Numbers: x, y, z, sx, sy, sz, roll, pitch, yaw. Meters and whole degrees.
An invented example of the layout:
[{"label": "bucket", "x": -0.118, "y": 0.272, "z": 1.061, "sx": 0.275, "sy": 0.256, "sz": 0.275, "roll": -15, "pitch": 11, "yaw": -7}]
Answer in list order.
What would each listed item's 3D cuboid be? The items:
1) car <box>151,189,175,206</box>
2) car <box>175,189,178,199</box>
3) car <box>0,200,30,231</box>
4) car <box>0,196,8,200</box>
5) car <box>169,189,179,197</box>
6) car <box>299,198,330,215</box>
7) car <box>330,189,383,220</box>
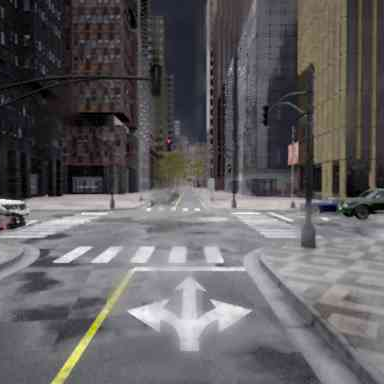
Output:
[{"label": "car", "x": -3.405, "y": 0.613, "z": 37.382, "sx": 2.097, "sy": 1.767, "sz": 4.553, "roll": 0, "pitch": 1, "yaw": -1}, {"label": "car", "x": -3.478, "y": 0.555, "z": 47.433, "sx": 2.128, "sy": 1.511, "sz": 4.902, "roll": 0, "pitch": 1, "yaw": 0}, {"label": "car", "x": -10.334, "y": 1.246, "z": 15.948, "sx": 4.181, "sy": 1.385, "sz": 1.994, "roll": 0, "pitch": 1, "yaw": -1}, {"label": "car", "x": -12.432, "y": 0.832, "z": 19.183, "sx": 5.566, "sy": 2.045, "sz": 2.150, "roll": 0, "pitch": 1, "yaw": 0}, {"label": "car", "x": -3.612, "y": 0.139, "z": 67.991, "sx": 1.882, "sy": 1.535, "sz": 5.008, "roll": 0, "pitch": 1, "yaw": -1}, {"label": "car", "x": 10.885, "y": 1.091, "z": 25.995, "sx": 4.718, "sy": 1.301, "sz": 1.895, "roll": 0, "pitch": 1, "yaw": 0}, {"label": "car", "x": 12.890, "y": 0.785, "z": 22.746, "sx": 5.566, "sy": 2.045, "sz": 2.150, "roll": 0, "pitch": 1, "yaw": 0}]
